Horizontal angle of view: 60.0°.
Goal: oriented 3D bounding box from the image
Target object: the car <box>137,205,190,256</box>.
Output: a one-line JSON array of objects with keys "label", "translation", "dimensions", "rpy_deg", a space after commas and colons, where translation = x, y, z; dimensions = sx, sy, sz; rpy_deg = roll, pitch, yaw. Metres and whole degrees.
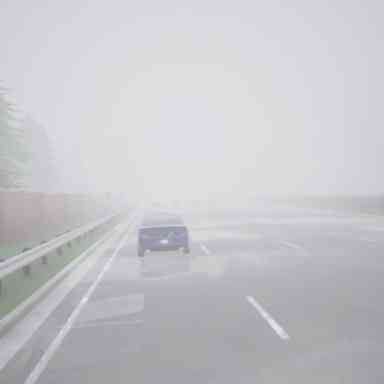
[{"label": "car", "translation": [-1.227, 1.565, 13.837], "dimensions": [1.882, 1.535, 5.008], "rpy_deg": [-2, 0, -7]}]

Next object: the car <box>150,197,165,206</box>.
[{"label": "car", "translation": [-6.226, 2.004, 57.511], "dimensions": [1.895, 1.301, 4.718], "rpy_deg": [-2, 0, -7]}]

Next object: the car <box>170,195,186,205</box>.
[{"label": "car", "translation": [-2.849, 1.775, 58.712], "dimensions": [2.128, 1.511, 4.902], "rpy_deg": [-2, 0, -7]}]

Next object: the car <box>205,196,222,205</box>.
[{"label": "car", "translation": [4.045, 1.600, 60.015], "dimensions": [1.994, 1.385, 4.181], "rpy_deg": [-2, 0, -7]}]

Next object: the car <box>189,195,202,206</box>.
[{"label": "car", "translation": [0.591, 1.761, 59.448], "dimensions": [1.895, 1.301, 4.718], "rpy_deg": [-2, 0, -7]}]

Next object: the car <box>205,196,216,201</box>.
[{"label": "car", "translation": [4.634, 1.643, 84.936], "dimensions": [1.994, 1.385, 4.181], "rpy_deg": [-2, 0, -7]}]
